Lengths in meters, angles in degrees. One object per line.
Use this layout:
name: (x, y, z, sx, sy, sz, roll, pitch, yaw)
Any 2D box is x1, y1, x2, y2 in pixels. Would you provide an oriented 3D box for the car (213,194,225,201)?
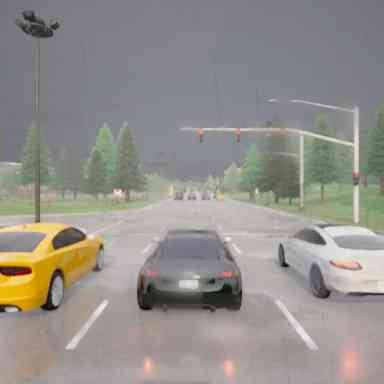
car: (7.005, 1.321, 81.690, 1.882, 1.535, 5.008, 0, 0, 0)

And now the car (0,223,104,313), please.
car: (-3.487, 1.463, 7.761, 1.882, 1.535, 5.008, 0, 0, 0)

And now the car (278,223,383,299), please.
car: (3.519, 1.510, 8.305, 1.812, 1.442, 4.674, 0, 0, 1)

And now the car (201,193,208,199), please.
car: (3.506, 1.165, 92.110, 1.837, 1.490, 4.892, 0, 0, 0)

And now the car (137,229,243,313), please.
car: (0.002, 1.550, 7.731, 1.994, 1.385, 4.181, 0, 0, 2)

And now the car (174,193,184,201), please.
car: (-3.495, 1.439, 82.138, 1.895, 1.301, 4.718, 0, 0, 0)

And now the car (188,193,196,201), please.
car: (0.005, 1.199, 82.077, 2.097, 1.767, 4.553, 0, 0, 0)

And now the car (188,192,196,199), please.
car: (0.006, 1.020, 92.080, 2.097, 1.767, 4.553, 0, 0, 0)

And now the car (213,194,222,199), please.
car: (7.006, 1.218, 92.110, 1.994, 1.385, 4.181, 0, 0, 0)

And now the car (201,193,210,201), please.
car: (3.505, 1.396, 82.107, 1.994, 1.385, 4.181, 0, 0, 0)
